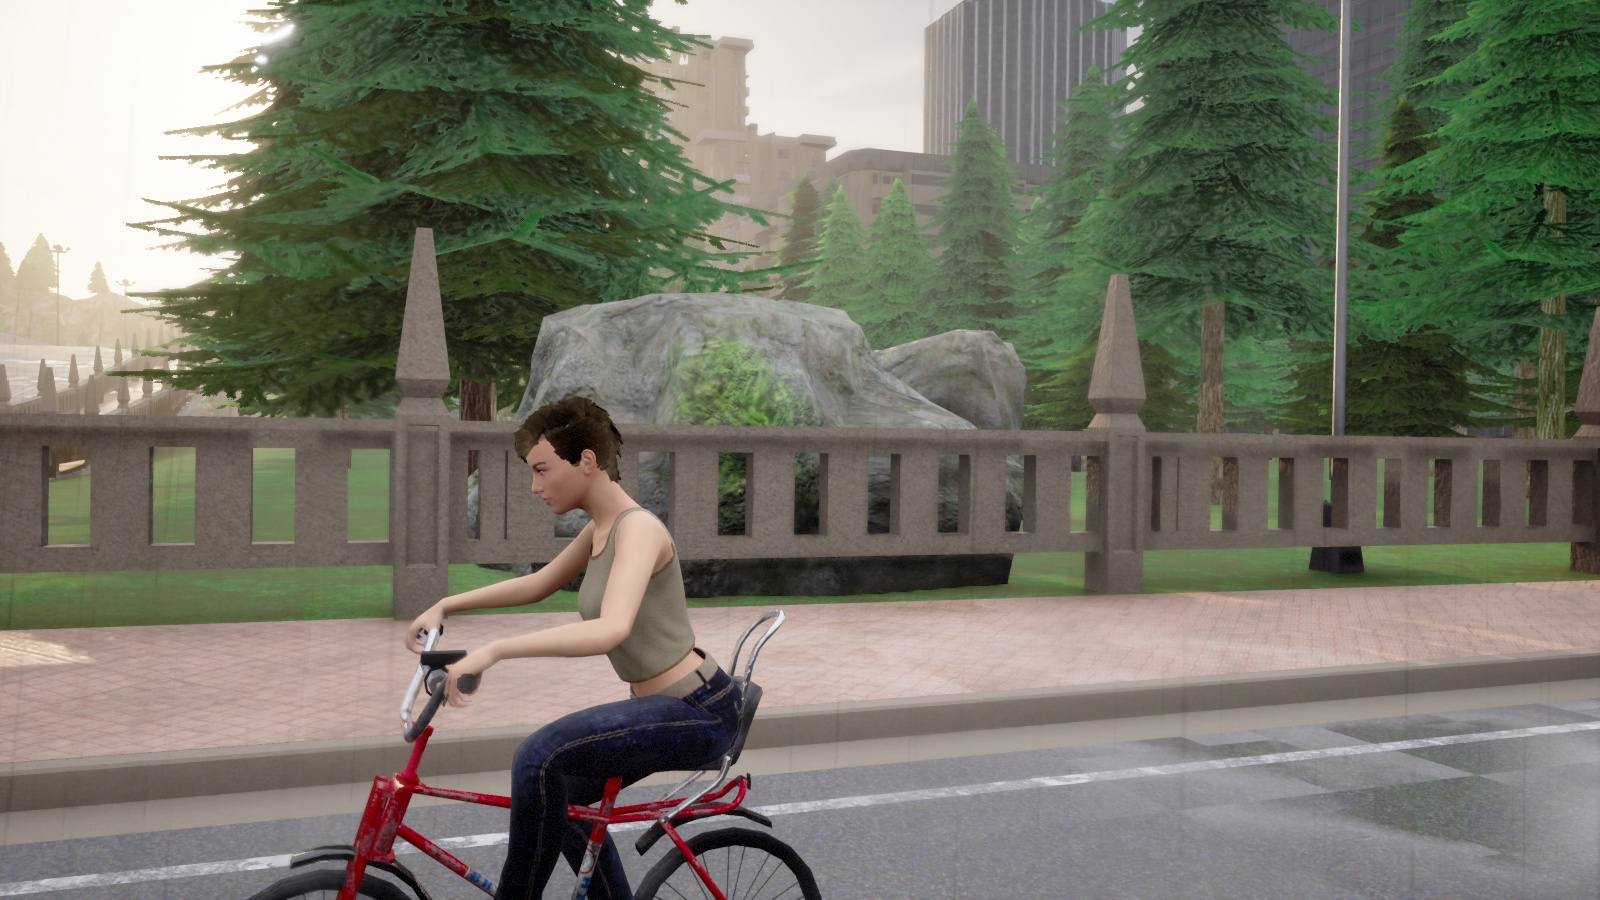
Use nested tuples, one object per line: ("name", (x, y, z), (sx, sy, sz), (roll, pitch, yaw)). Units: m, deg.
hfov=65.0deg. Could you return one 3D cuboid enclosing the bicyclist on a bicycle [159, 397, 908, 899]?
("bicyclist on a bicycle", (-0.616, 0.692, 2.999), (1.509, 1.612, 0.866), (-1, 1, -20))
